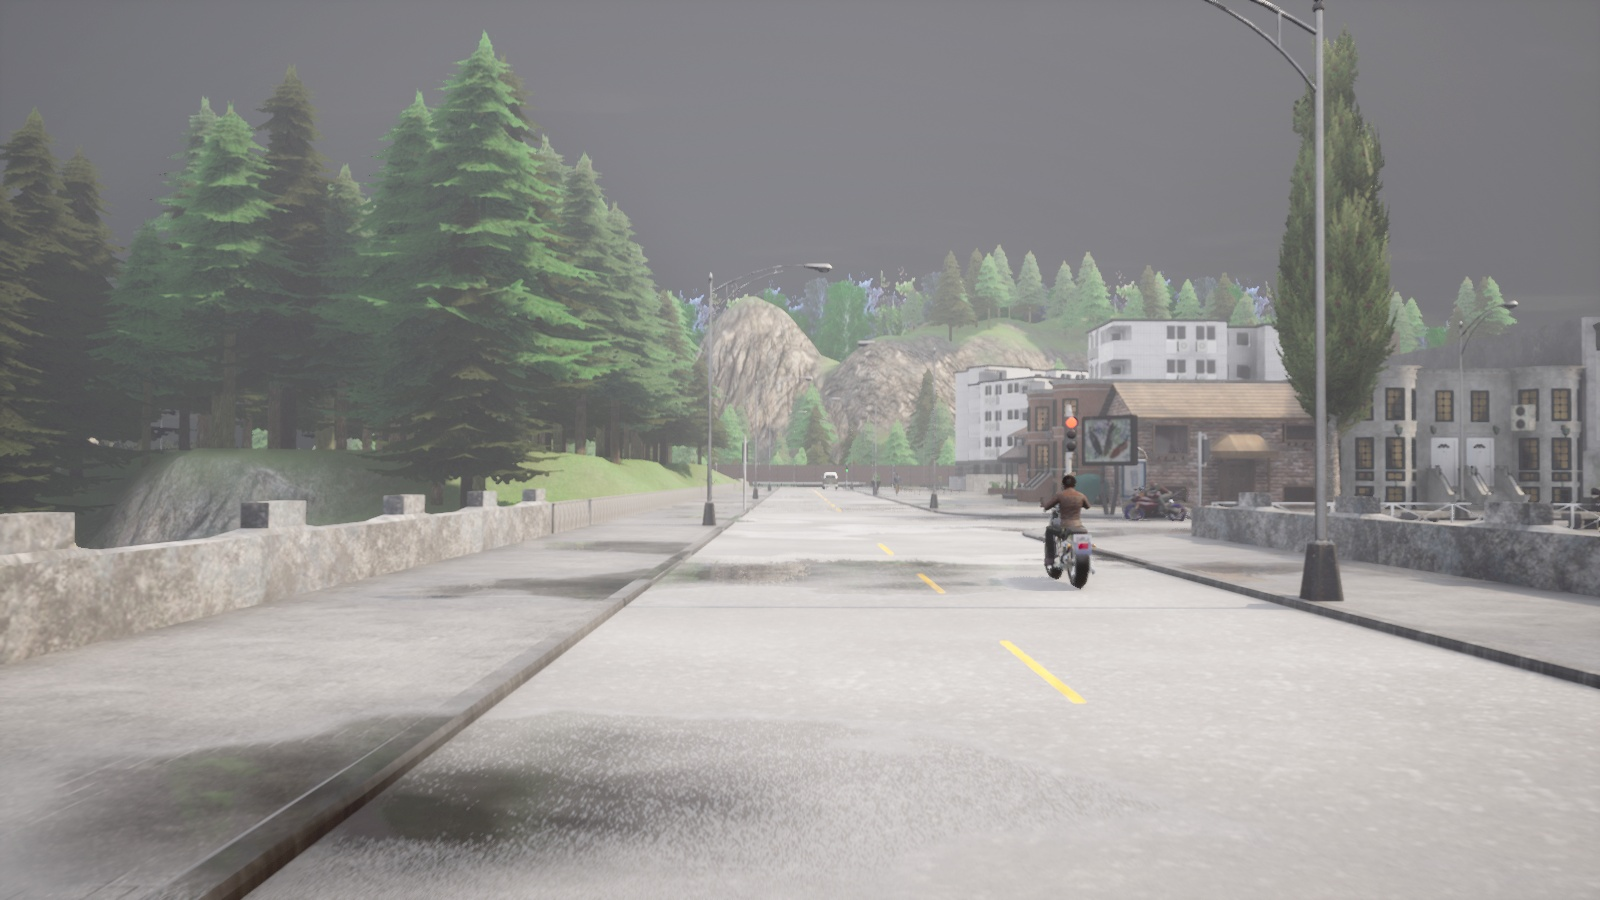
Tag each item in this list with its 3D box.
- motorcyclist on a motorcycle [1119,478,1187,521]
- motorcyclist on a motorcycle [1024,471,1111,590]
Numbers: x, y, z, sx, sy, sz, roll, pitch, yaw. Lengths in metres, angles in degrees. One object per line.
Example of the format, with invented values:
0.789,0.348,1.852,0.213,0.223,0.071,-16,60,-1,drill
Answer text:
12.700,1.765,45.224,2.191,1.530,0.866,0,-1,0,motorcyclist on a motorcycle
3.955,1.155,18.762,0.766,1.649,2.350,0,-1,0,motorcyclist on a motorcycle
